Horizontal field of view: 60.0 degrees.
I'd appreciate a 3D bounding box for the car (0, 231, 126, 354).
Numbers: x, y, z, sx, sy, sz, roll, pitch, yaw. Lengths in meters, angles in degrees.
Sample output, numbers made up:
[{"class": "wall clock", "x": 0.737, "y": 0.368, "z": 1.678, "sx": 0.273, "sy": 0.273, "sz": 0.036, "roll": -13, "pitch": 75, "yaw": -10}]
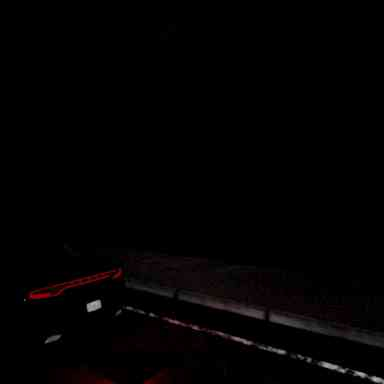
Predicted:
[{"class": "car", "x": -3.450, "y": 1.477, "z": 6.151, "sx": 5.008, "sy": 1.535, "sz": 1.882, "roll": 0, "pitch": 0, "yaw": 34}]
